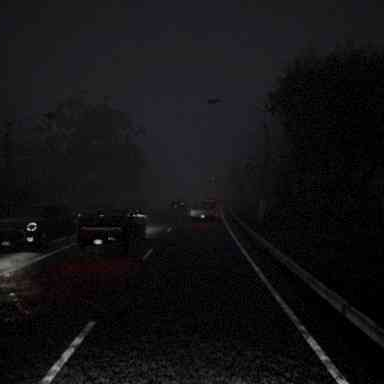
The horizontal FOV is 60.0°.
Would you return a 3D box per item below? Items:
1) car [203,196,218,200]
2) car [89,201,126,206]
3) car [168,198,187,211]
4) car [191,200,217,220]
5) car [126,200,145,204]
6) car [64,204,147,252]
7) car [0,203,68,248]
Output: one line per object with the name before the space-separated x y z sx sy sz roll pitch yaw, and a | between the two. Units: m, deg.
car | 2.654 1.406 48.520 1.837 1.490 4.892 0 0 6
car | -6.408 1.453 23.511 1.837 1.490 4.892 0 0 3
car | -1.652 1.442 39.937 1.812 1.442 4.674 0 0 5
car | 0.942 1.545 27.125 1.895 1.301 4.718 0 0 3
car | -5.781 1.492 33.551 1.994 1.385 4.181 0 0 4
car | -3.112 1.462 13.637 2.128 1.511 4.902 0 0 1
car | -6.800 1.319 14.533 2.097 1.767 4.553 0 0 2
